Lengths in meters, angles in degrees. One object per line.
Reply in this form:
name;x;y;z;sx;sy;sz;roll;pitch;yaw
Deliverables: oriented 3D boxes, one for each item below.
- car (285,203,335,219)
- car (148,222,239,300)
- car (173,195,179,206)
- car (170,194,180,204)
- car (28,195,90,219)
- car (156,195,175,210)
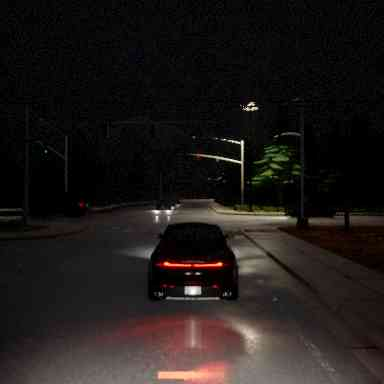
car;10.480;1.635;29.605;4.181;1.385;1.994;0;0;1
car;0.034;1.514;8.378;1.837;1.490;4.892;0;0;0
car;-3.674;1.629;54.765;2.033;1.411;5.357;0;0;0
car;-3.544;1.318;65.397;2.150;2.045;5.566;0;0;1
car;-12.112;1.289;29.974;5.566;2.045;2.150;0;0;1
car;-3.672;1.571;44.318;1.837;1.490;4.892;0;0;0
